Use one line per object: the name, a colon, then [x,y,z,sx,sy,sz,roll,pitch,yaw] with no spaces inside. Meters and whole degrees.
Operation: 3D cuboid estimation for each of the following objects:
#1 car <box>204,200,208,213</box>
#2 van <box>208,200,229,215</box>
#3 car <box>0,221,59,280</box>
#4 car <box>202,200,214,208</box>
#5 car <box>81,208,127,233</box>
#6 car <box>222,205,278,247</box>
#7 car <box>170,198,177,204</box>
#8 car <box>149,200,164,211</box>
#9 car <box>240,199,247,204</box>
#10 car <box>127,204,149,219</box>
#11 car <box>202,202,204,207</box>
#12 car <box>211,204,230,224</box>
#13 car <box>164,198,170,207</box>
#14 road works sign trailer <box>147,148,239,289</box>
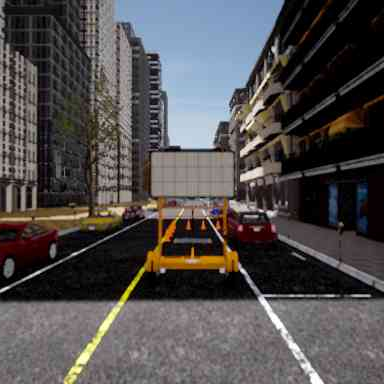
car: [2.763,1.847,37.924,1.967,1.590,4.097,0,-1,0]
van: [2.752,1.687,32.392,1.690,1.788,3.998,0,-1,0]
car: [-5.672,1.652,10.277,1.887,1.381,4.507,0,-1,0]
car: [2.807,2.206,60.052,2.008,1.369,4.403,0,-1,0]
car: [-5.650,1.748,21.173,1.752,1.417,4.829,0,-1,0]
car: [2.719,1.606,15.794,1.967,1.590,4.097,0,-1,0]
car: [-5.509,2.356,92.457,2.192,1.841,5.009,0,-1,0]
car: [-5.595,2.053,48.834,1.752,1.417,4.829,0,-1,0]
car: [13.583,2.224,79.437,4.403,1.369,2.008,-1,0,0]
car: [-5.628,1.928,32.407,1.802,1.307,4.206,0,-1,0]
car: [2.786,2.080,48.987,2.008,1.369,4.403,0,-1,0]
car: [2.741,1.867,26.858,1.802,1.307,4.206,0,-1,0]
car: [-5.573,2.200,60.069,1.887,1.381,4.507,0,-1,0]
road works sign trailer: [0.017,0.564,9.479,2.380,3.560,2.880,0,-1,0]
